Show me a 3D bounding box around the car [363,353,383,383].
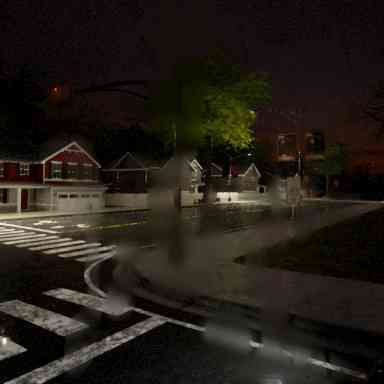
[{"bbox_3d":[3.328,1.506,1.308,4.892,1.490,1.837,0,0,35],"label":"car"}]
